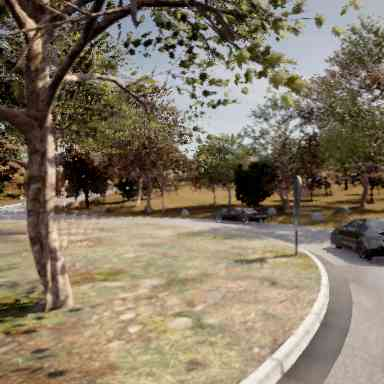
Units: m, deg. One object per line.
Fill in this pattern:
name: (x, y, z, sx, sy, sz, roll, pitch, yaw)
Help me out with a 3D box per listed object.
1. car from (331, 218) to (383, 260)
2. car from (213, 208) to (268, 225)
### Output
car: (6.921, 1.694, 12.812, 1.994, 1.385, 4.181, 0, -2, 5)
car: (4.034, 2.038, 28.652, 1.895, 1.301, 4.718, 1, -1, -44)
